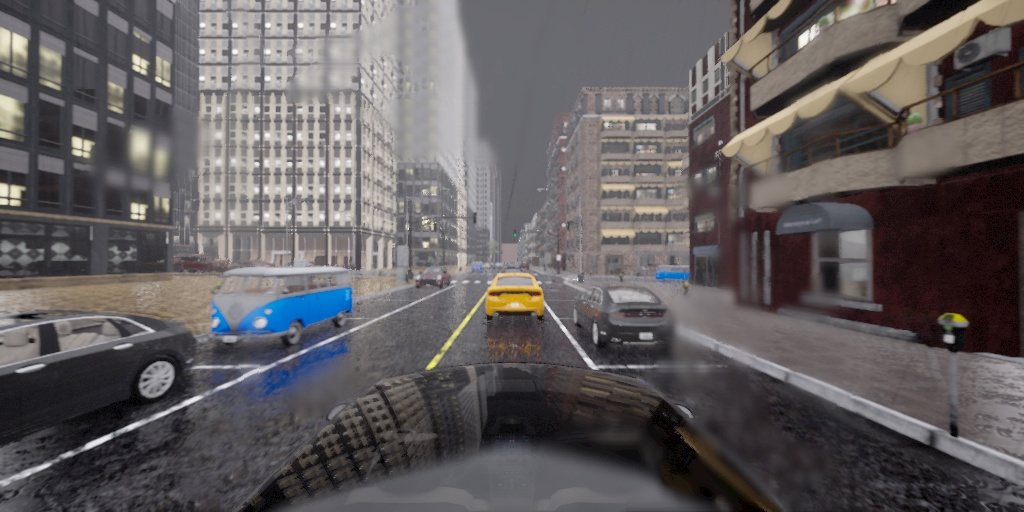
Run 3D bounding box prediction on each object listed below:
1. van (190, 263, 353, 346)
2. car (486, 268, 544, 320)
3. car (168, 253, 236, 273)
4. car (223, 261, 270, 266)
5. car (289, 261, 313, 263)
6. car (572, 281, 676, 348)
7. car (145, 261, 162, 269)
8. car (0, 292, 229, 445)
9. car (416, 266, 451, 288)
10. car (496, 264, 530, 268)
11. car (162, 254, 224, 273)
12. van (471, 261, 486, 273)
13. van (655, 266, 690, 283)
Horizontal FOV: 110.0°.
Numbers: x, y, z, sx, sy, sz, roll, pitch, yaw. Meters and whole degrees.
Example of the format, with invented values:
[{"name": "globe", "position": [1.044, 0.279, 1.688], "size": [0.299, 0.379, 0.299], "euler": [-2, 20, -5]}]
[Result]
[{"name": "van", "position": [-5.694, 1.181, 9.343], "size": [1.690, 1.789, 3.998], "euler": [0, 0, 0]}, {"name": "car", "position": [0.093, 1.366, 13.362], "size": [1.882, 1.535, 5.008], "euler": [0, -1, 0]}, {"name": "car", "position": [-34.119, 0.799, 39.619], "size": [5.566, 2.045, 2.150], "euler": [1, -1, 0]}, {"name": "car", "position": [-26.742, 1.276, 37.034], "size": [4.207, 1.307, 1.802], "euler": [0, 0, 0]}, {"name": "car", "position": [-21.167, 1.241, 37.049], "size": [4.097, 1.591, 1.967], "euler": [0, 0, 0]}, {"name": "car", "position": [2.686, 1.391, 9.347], "size": [2.007, 1.370, 4.403], "euler": [0, 0, 0]}, {"name": "car", "position": [-43.725, 0.983, 45.371], "size": [4.829, 1.417, 1.751], "euler": [0, 0, 0]}, {"name": "car", "position": [-5.691, 1.324, 3.694], "size": [2.007, 1.370, 4.403], "euler": [0, 0, 0]}, {"name": "car", "position": [-5.705, 1.484, 26.287], "size": [1.967, 1.591, 4.097], "euler": [0, 0, 0]}, {"name": "car", "position": [-0.033, 1.618, 28.496], "size": [2.033, 1.411, 5.357], "euler": [0, -1, -3]}, {"name": "car", "position": [-32.316, 0.901, 37.020], "size": [5.009, 1.841, 2.192], "euler": [0, 0, 0]}, {"name": "van", "position": [-5.723, 1.783, 58.758], "size": [1.690, 1.789, 3.998], "euler": [0, 0, 0]}, {"name": "van", "position": [16.892, 1.877, 37.012], "size": [3.998, 1.789, 1.690], "euler": [0, 0, 0]}]
